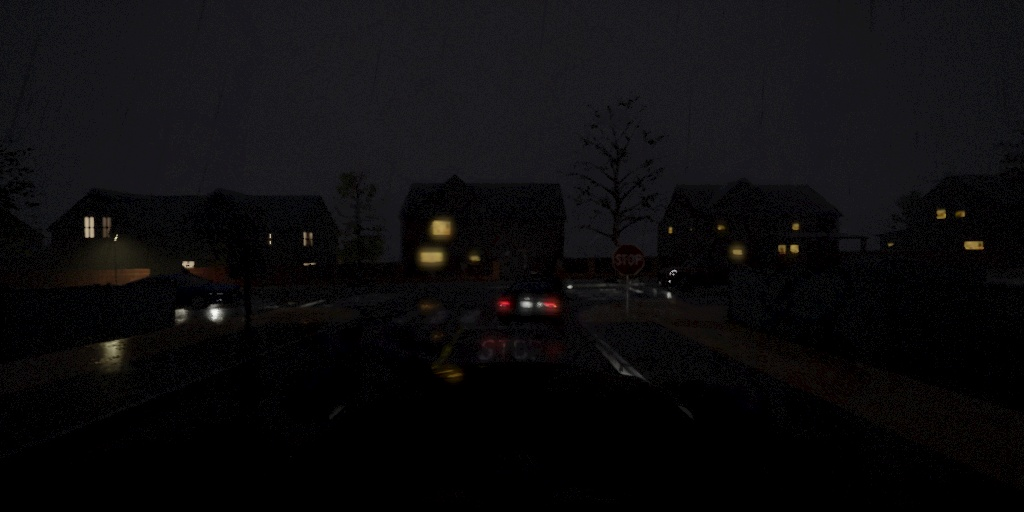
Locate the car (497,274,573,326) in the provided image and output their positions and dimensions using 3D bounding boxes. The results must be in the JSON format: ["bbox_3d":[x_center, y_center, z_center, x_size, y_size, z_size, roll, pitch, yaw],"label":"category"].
[{"bbox_3d":[0.917,1.303,11.730,2.033,1.411,5.357,0,0,12],"label":"car"}]

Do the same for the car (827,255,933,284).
[{"bbox_3d":[19.609,0.731,19.270,4.902,1.511,2.128,-1,1,0],"label":"car"}]

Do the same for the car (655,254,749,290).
[{"bbox_3d":[10.176,0.814,19.263,4.553,1.767,2.097,-1,1,0],"label":"car"}]

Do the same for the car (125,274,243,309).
[{"bbox_3d":[-15.087,1.576,16.290,5.008,1.535,1.882,-1,1,0],"label":"car"}]

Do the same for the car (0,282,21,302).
[{"bbox_3d":[-24.297,1.842,16.284,4.674,1.442,1.812,-1,1,0],"label":"car"}]

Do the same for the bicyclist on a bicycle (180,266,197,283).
[{"bbox_3d":[-20.155,1.438,22.133,0.582,1.620,1.656,-1,1,0],"label":"bicyclist on a bicycle"}]
